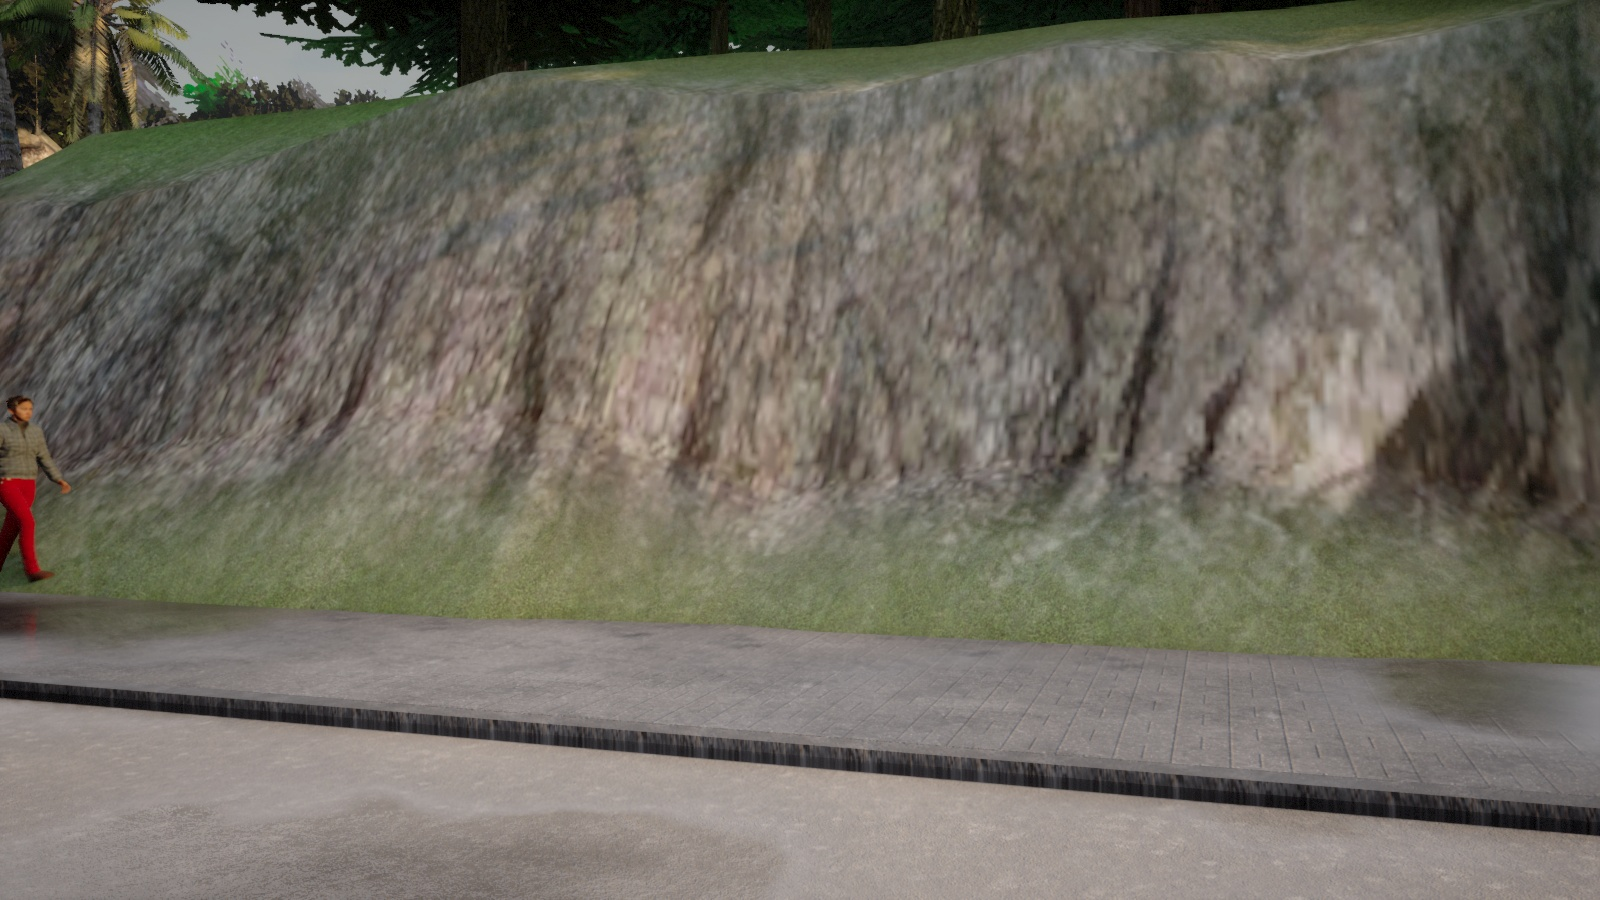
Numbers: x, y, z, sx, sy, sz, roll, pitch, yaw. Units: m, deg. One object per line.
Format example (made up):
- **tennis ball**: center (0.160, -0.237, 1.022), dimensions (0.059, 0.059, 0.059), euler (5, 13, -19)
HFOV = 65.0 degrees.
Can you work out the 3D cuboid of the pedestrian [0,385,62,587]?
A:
- **pedestrian**: center (-7.279, 0.322, 11.719), dimensions (0.614, 1.847, 0.353), euler (1, 1, 19)
